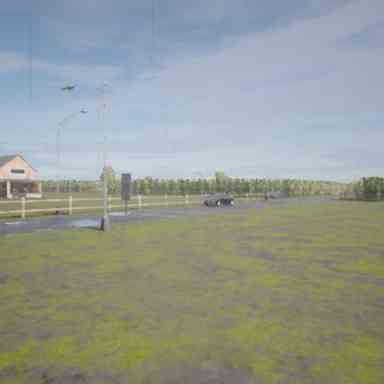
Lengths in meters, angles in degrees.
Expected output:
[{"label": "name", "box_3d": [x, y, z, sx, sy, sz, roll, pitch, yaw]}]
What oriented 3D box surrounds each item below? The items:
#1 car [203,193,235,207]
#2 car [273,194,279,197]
[{"label": "car", "box_3d": [3.155, 0.903, 38.020, 1.837, 1.490, 4.892, 1, 1, 37]}, {"label": "car", "box_3d": [12.836, 0.519, 50.935, 2.033, 1.411, 5.357, 1, 1, 37]}]
